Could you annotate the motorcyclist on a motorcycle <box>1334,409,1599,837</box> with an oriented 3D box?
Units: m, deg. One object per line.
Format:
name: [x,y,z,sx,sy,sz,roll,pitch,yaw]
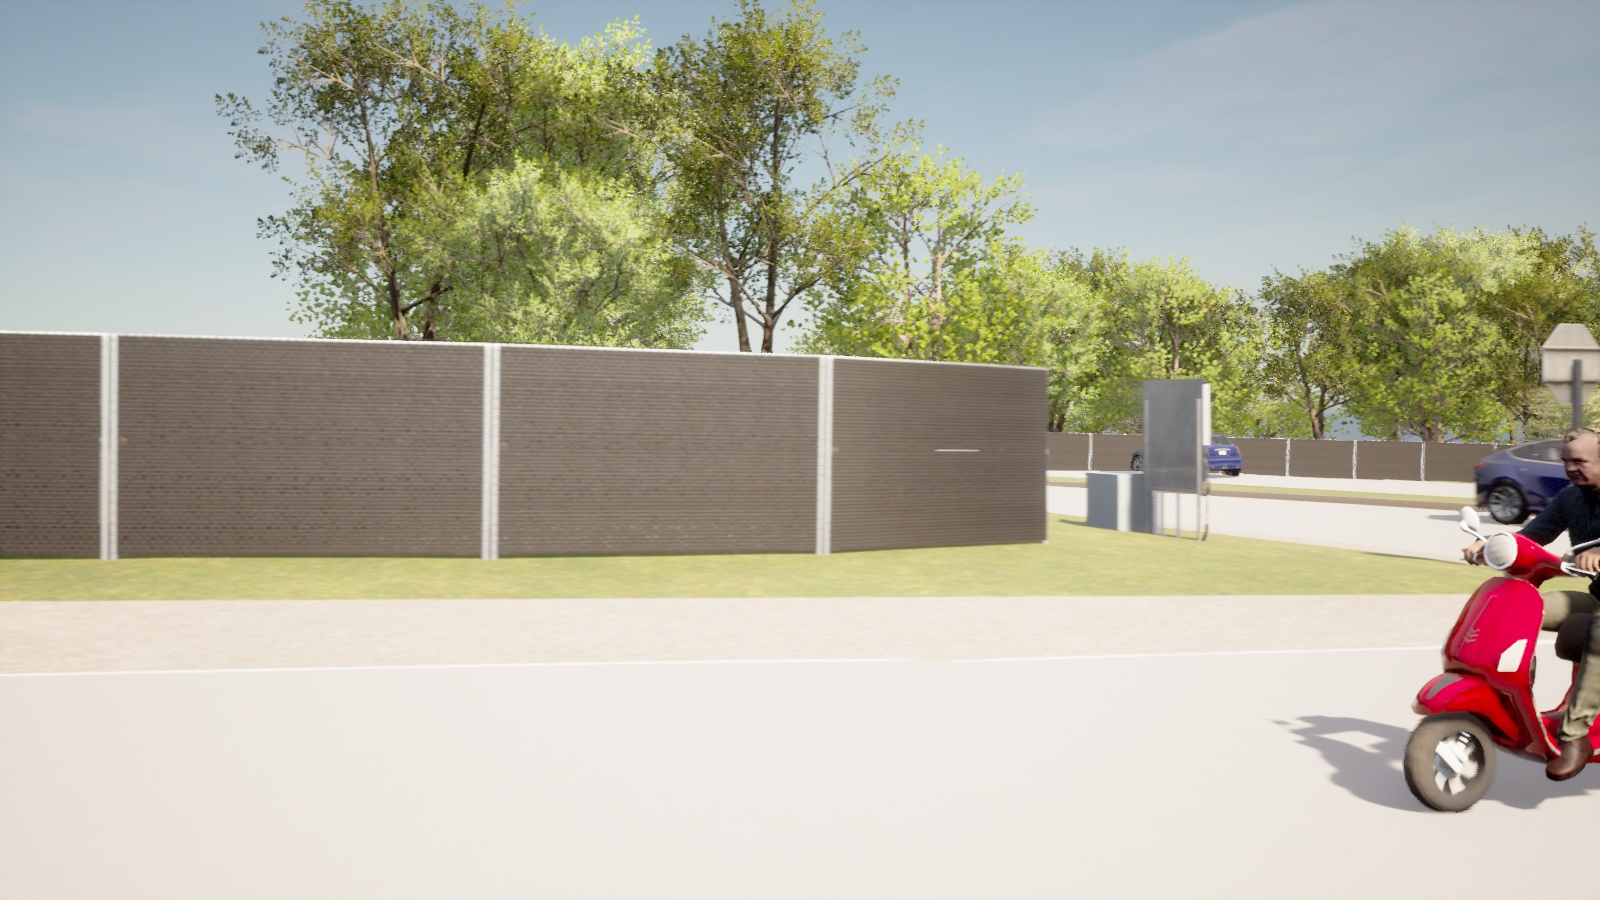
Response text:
motorcyclist on a motorcycle: [3.337,0.628,5.347,1.817,1.590,0.866,-1,1,-17]

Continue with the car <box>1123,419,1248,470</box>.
car: [14.645,-0.216,47.957,2.097,1.767,4.553,-3,1,-23]

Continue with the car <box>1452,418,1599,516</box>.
car: [13.120,0.246,19.822,2.163,1.488,4.792,-1,1,-21]
